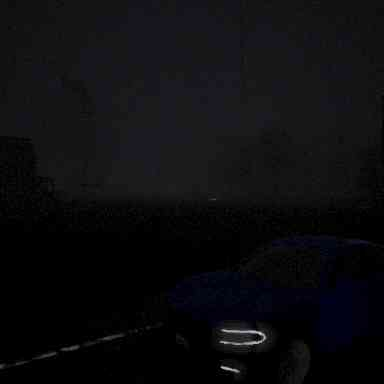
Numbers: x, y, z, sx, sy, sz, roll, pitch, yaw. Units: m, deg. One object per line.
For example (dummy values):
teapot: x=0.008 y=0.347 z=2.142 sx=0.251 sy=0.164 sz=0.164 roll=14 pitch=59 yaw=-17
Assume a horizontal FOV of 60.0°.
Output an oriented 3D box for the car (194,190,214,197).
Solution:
car: x=2.471 y=0.342 z=71.334 sx=2.033 sy=1.411 sz=5.357 roll=-1 pitch=1 yaw=-36

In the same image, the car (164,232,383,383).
car: x=1.915 y=1.478 z=5.359 sx=5.008 sy=1.535 sz=1.882 roll=0 pitch=0 yaw=-36
